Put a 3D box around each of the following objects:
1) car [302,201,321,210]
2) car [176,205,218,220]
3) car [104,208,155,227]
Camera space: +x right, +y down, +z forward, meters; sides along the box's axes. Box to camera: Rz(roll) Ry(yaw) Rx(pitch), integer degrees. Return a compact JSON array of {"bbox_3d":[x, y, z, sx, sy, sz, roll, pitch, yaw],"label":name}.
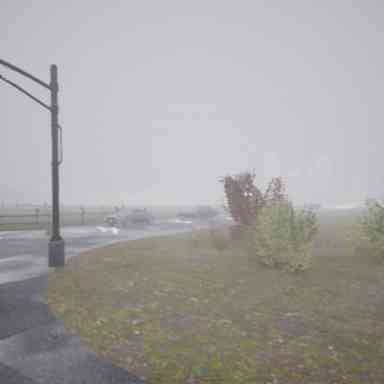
[{"bbox_3d":[19.095,2.150,52.950,1.882,1.535,5.008,-2,-1,36],"label":"car"},{"bbox_3d":[0.631,2.012,33.581,2.033,1.411,5.357,-2,-2,36],"label":"car"},{"bbox_3d":[-4.808,1.927,26.031,1.994,1.385,4.181,-2,-2,36],"label":"car"}]
